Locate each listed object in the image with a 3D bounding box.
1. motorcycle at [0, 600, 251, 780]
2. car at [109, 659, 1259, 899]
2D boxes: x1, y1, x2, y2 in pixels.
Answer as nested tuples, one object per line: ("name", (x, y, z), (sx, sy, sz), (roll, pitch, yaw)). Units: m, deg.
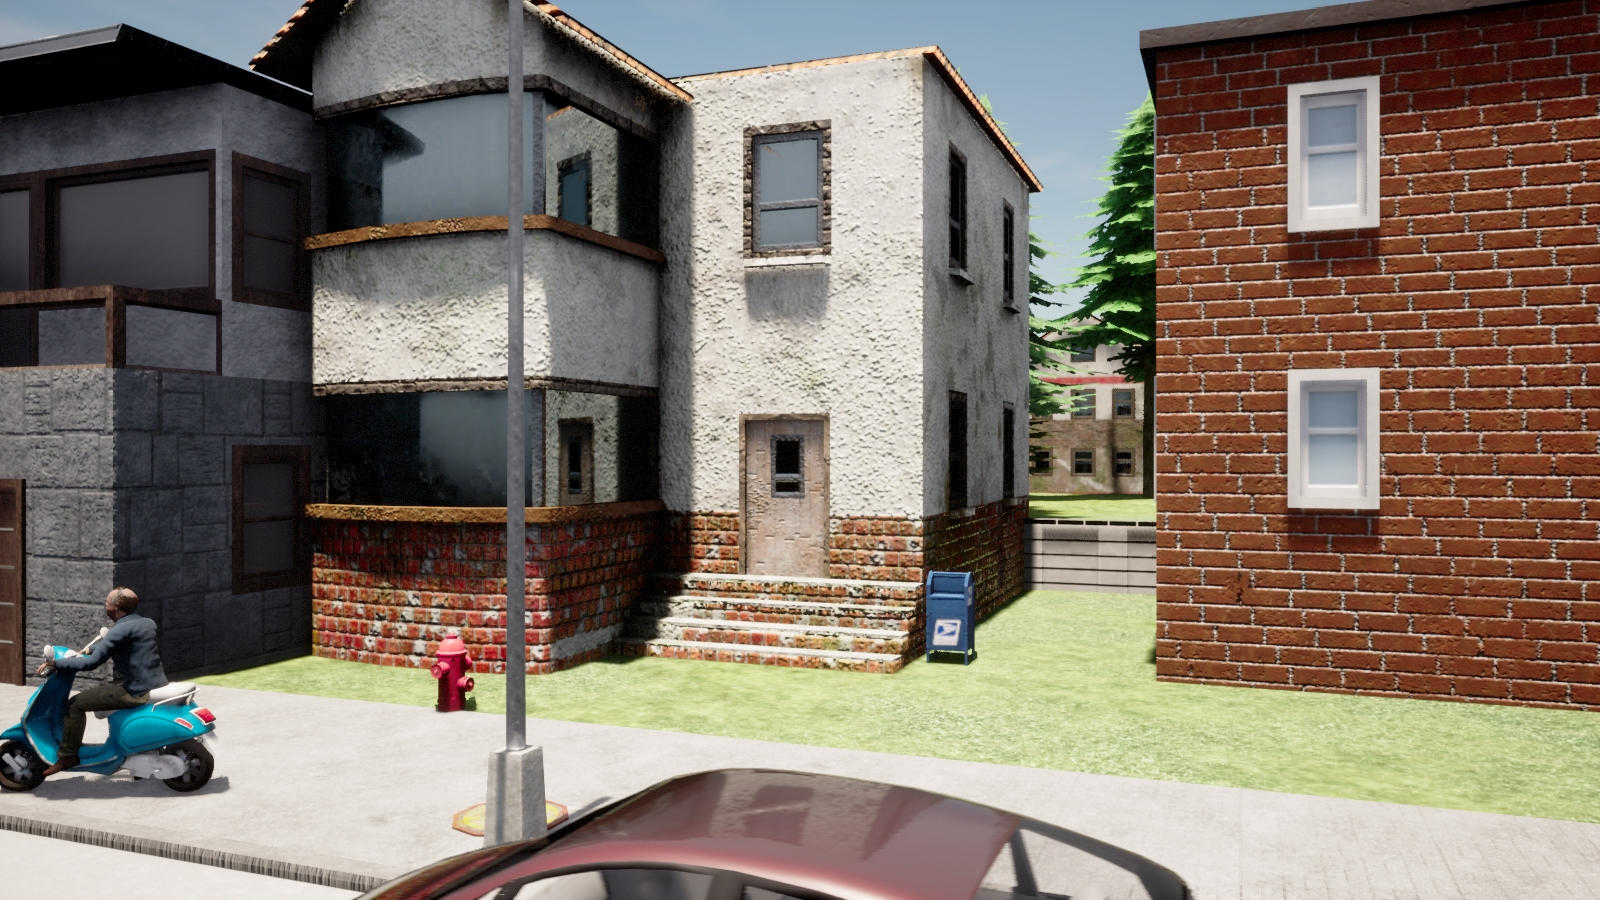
("motorcycle", (-5.442, 1.858, 9.019), (1.805, 1.236, 0.856), (0, 0, 1))
("car", (-0.348, 1.805, 4.135), (3.705, 1.549, 1.789), (0, 0, 21))
